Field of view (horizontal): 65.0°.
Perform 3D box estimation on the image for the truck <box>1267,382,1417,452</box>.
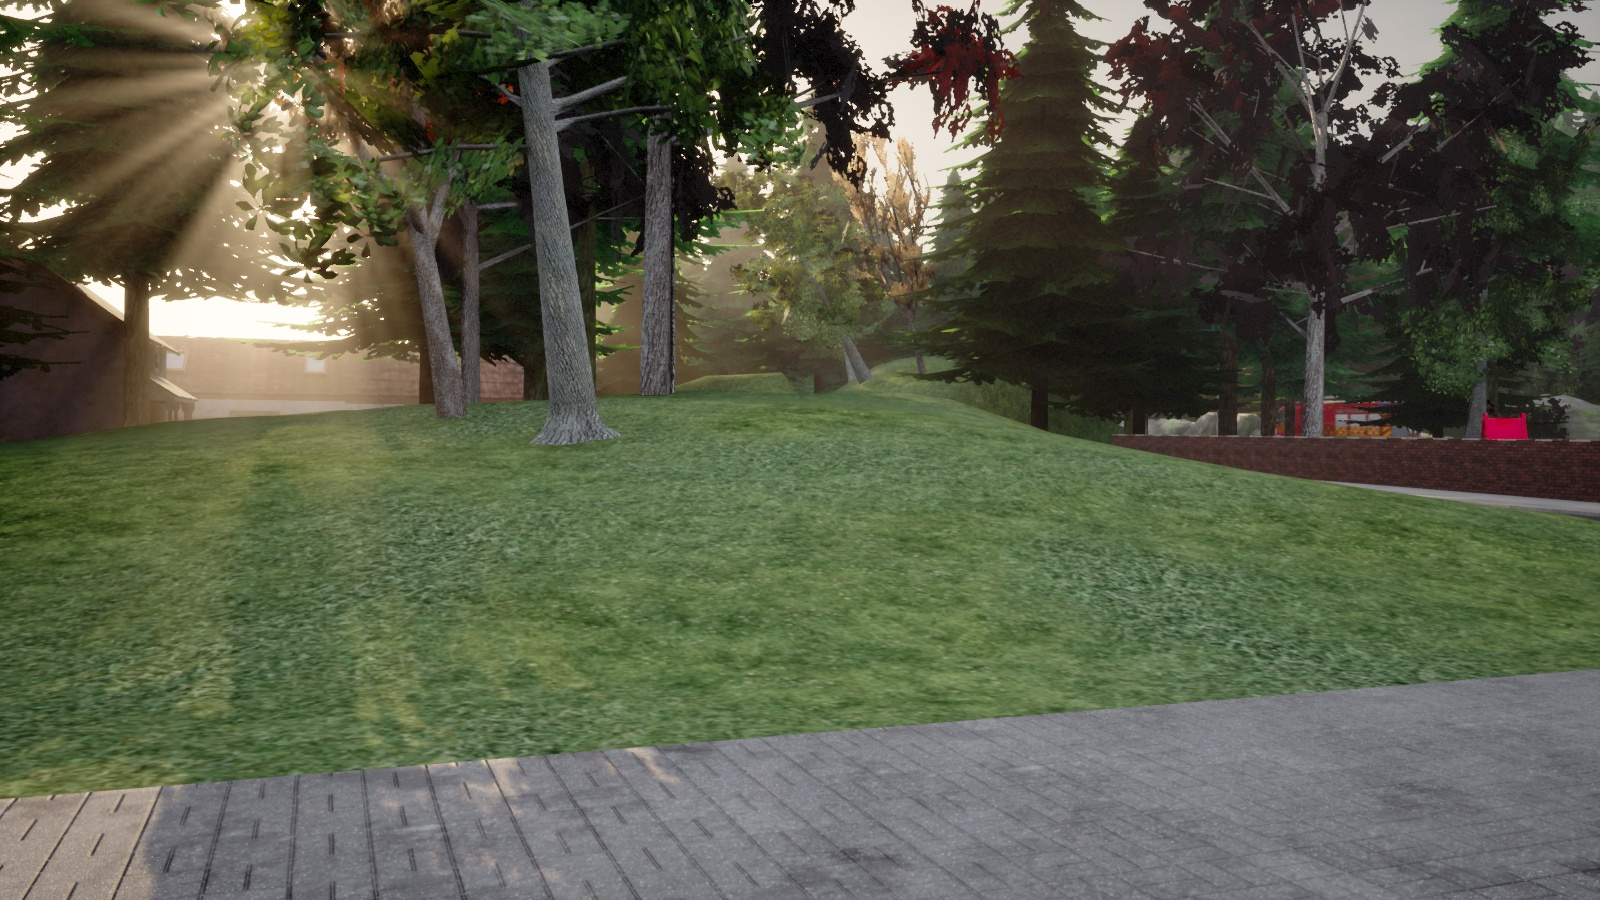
[{"bbox_3d":[31.276,-1.891,72.948,2.891,3.827,8.468,-1,1,-21],"label":"truck"}]
